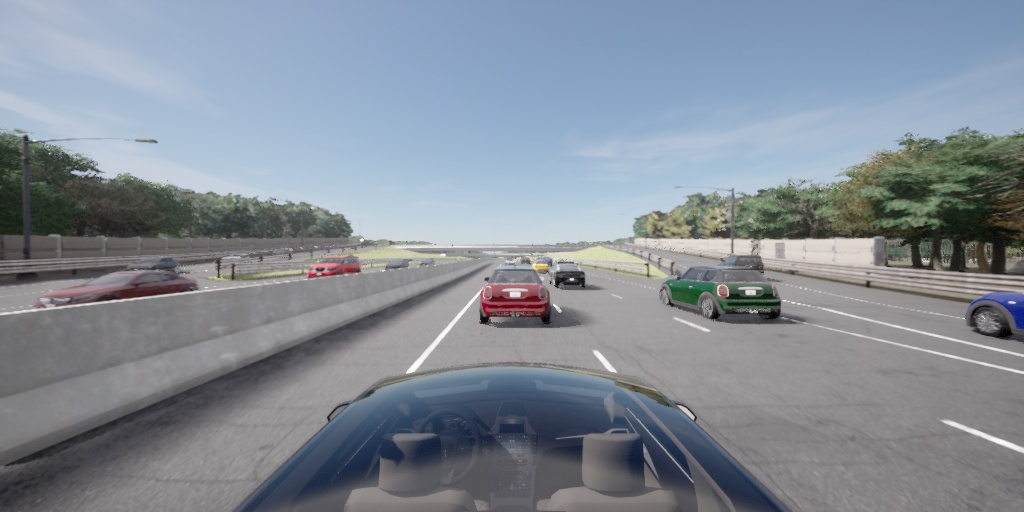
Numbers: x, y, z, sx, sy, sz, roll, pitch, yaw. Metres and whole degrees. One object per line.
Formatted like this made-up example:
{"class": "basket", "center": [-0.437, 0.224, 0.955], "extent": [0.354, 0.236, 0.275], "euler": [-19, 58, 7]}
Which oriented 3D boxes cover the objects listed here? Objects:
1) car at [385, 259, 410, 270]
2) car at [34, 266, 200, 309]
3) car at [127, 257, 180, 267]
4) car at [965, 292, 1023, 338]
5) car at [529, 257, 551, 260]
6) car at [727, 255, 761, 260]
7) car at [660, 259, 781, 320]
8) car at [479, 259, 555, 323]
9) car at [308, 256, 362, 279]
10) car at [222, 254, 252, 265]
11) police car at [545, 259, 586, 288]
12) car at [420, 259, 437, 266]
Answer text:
{"class": "car", "center": [-14.276, 1.178, 44.993], "extent": [1.882, 1.535, 5.008], "euler": [0, 0, 0]}
{"class": "car", "center": [-14.116, 1.283, 13.289], "extent": [1.812, 1.442, 4.674], "euler": [0, 0, 0]}
{"class": "car", "center": [-31.025, 0.867, 31.142], "extent": [1.837, 1.490, 4.892], "euler": [0, 1, -18]}
{"class": "car", "center": [12.372, 1.116, 7.184], "extent": [2.097, 1.767, 4.553], "euler": [1, 0, 11]}
{"class": "car", "center": [3.418, 1.166, 43.885], "extent": [1.801, 1.575, 5.366], "euler": [0, 0, 0]}
{"class": "car", "center": [19.002, 0.896, 29.815], "extent": [2.150, 2.045, 5.566], "euler": [0, 1, 18]}
{"class": "car", "center": [7.084, 1.108, 12.771], "extent": [2.097, 1.767, 4.553], "euler": [0, 0, 0]}
{"class": "car", "center": [0.086, 1.108, 12.241], "extent": [2.097, 1.767, 4.553], "euler": [0, 0, 0]}
{"class": "car", "center": [-14.177, 0.987, 29.114], "extent": [2.150, 2.045, 5.566], "euler": [0, 0, 0]}
{"class": "car", "center": [-35.842, 0.428, 46.906], "extent": [1.895, 1.301, 4.718], "euler": [0, 2, -15]}
{"class": "police car", "center": [3.548, 1.188, 23.872], "extent": [1.930, 1.638, 5.238], "euler": [0, 0, 0]}
{"class": "car", "center": [-14.388, 1.142, 62.054], "extent": [2.033, 1.411, 5.357], "euler": [0, 0, 0]}
